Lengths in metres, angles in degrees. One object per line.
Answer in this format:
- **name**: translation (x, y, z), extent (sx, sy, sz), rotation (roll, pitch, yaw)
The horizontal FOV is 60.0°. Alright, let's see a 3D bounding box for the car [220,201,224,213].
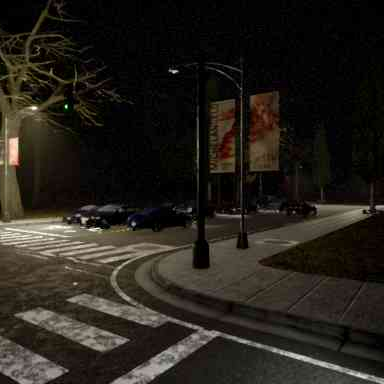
- **car**: translation (3.814, 1.776, 40.035), extent (1.895, 1.301, 4.718), rotation (0, 0, 35)

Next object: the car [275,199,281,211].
- **car**: translation (11.997, 1.745, 40.048), extent (1.812, 1.442, 4.674), rotation (0, 0, 35)

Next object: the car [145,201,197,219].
- **car**: translation (-1.915, 1.667, 31.887), extent (2.033, 1.411, 5.357), rotation (0, 0, 35)

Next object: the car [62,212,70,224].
- **car**: translation (-7.245, 1.637, 24.341), extent (1.994, 1.385, 4.181), rotation (0, 0, 36)

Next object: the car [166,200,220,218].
- **car**: translation (0.215, 1.473, 29.277), extent (2.097, 1.767, 4.553), rotation (0, 0, 35)

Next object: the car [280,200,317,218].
- **car**: translation (10.832, 1.673, 32.723), extent (2.128, 1.511, 4.902), rotation (0, 0, 35)

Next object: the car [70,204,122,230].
- **car**: translation (-5.036, 1.566, 21.821), extent (2.128, 1.511, 4.902), rotation (0, 0, 35)

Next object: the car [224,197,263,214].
- **car**: translation (5.870, 1.680, 37.303), extent (1.837, 1.490, 4.892), rotation (0, 0, 35)

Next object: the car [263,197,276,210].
- **car**: translation (11.910, 1.774, 45.819), extent (1.812, 1.442, 4.674), rotation (0, 0, 36)

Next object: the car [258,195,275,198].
- **car**: translation (10.832, 1.483, 49.879), extent (2.150, 2.045, 5.566), rotation (0, 0, 38)

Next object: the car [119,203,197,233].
- **car**: translation (-1.896, 1.609, 20.290), extent (1.812, 1.442, 4.674), rotation (0, 0, 35)
